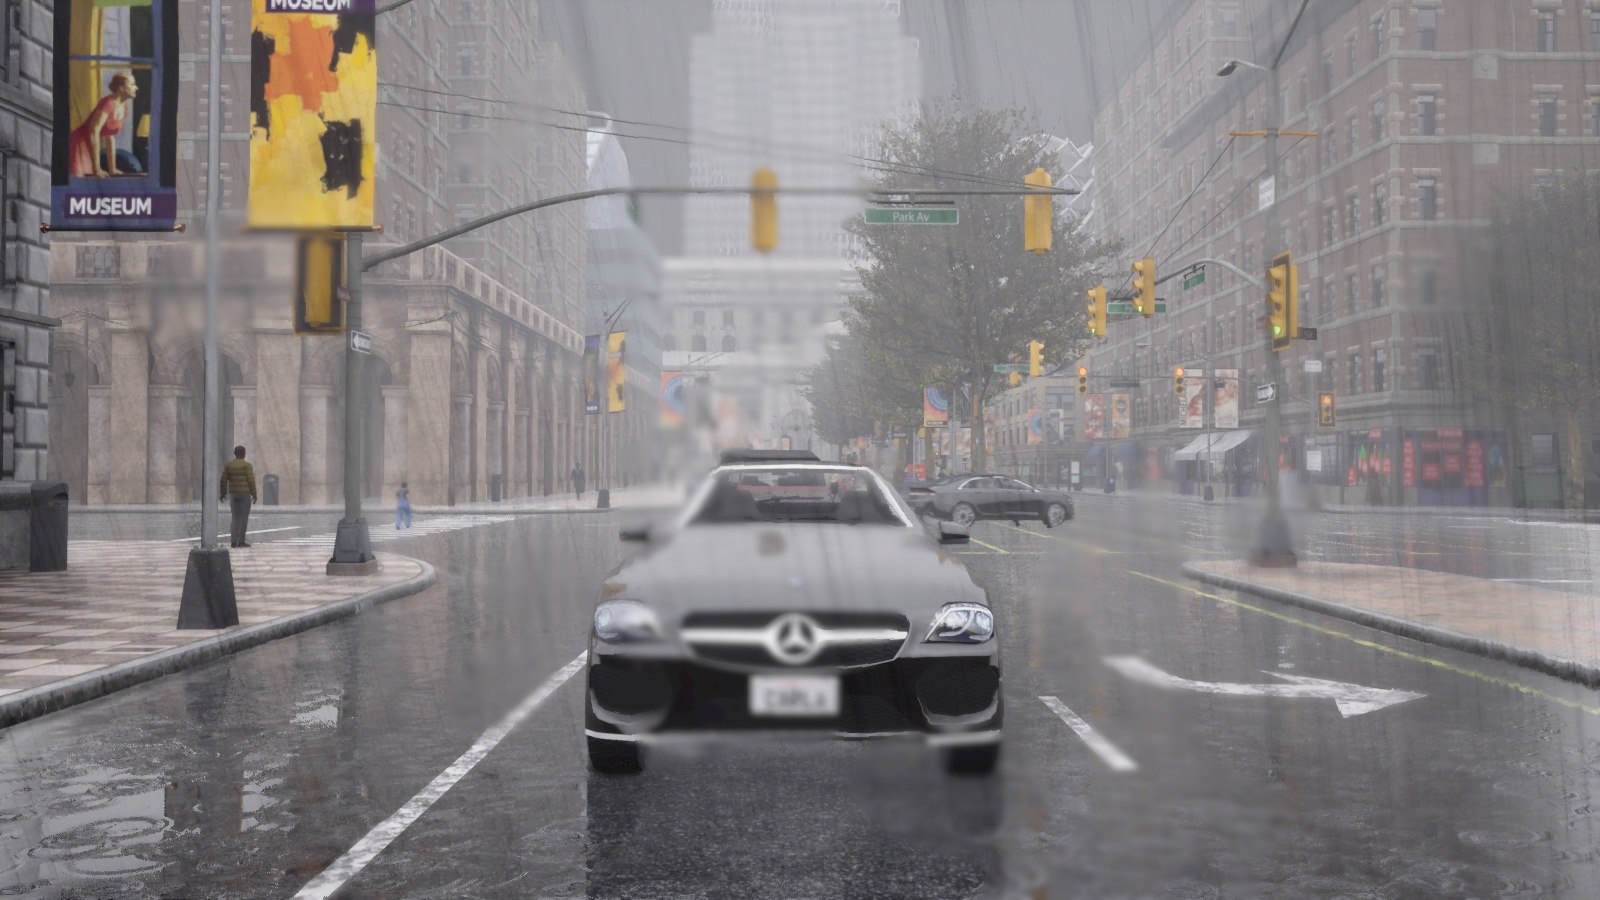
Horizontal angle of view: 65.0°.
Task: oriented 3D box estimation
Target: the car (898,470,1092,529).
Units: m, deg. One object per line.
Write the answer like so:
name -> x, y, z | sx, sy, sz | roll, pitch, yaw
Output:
car -> 5.375, 1.330, 34.691 | 4.902, 1.511, 2.128 | 0, -1, -22

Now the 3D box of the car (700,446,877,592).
car -> -0.294, 0.918, 18.273 | 1.905, 1.878, 3.866 | 0, -1, -11

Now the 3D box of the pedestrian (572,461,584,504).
pedestrian -> -10.164, 1.476, 57.550 | 0.423, 1.949, 0.788 | 0, -1, 0

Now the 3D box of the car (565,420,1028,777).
car -> -0.025, 0.733, 8.363 | 2.152, 1.651, 5.027 | 0, -1, 0

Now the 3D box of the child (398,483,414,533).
child -> -10.023, 1.467, 31.969 | 0.270, 1.263, 0.437 | 0, -1, 1

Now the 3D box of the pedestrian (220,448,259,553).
pedestrian -> -9.985, 0.886, 22.381 | 0.370, 1.835, 0.726 | 0, -1, 1
